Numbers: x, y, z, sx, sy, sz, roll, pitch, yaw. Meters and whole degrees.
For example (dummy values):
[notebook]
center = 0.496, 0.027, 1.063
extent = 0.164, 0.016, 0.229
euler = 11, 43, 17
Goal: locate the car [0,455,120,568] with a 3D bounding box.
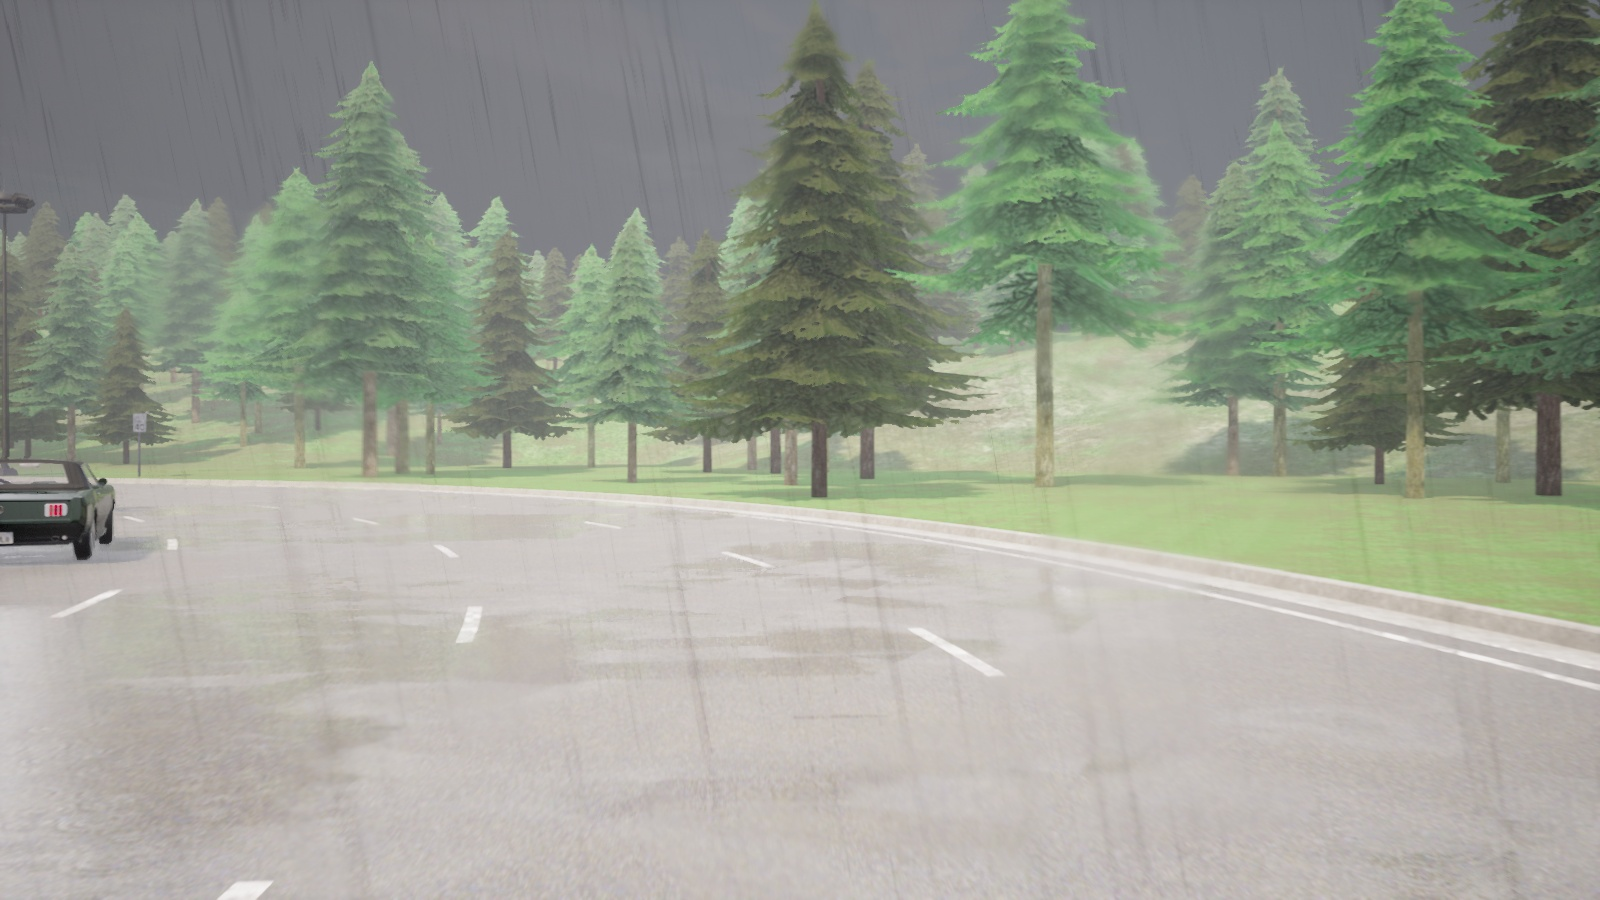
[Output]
[car]
center = -10.579, 0.746, 17.165
extent = 1.895, 1.301, 4.718
euler = 0, 0, -24
